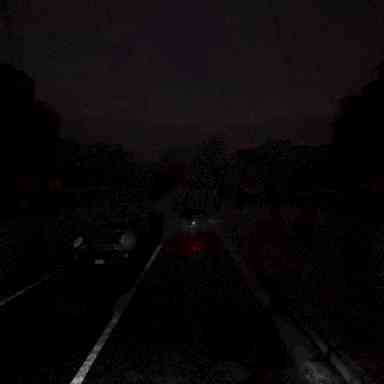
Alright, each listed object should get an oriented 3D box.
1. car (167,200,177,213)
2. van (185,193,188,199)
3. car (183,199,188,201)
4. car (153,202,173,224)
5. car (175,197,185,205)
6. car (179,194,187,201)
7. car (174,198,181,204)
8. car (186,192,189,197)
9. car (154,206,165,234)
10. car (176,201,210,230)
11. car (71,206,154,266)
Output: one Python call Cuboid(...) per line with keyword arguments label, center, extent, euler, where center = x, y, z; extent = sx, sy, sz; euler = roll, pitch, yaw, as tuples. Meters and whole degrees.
Cuboid(label="car", center=(-2.616, 1.656, 27.802), extent=(2.008, 1.369, 4.403), euler=(-2, 0, 0))
Cuboid(label="van", center=(-2.526, 1.791, 87.630), extent=(1.690, 1.788, 3.998), euler=(-1, 0, 0))
Cuboid(label="car", center=(0.167, 1.767, 38.602), extent=(1.895, 1.301, 4.718), euler=(0, 0, 0))
Cuboid(label="car", center=(-2.624, 1.629, 22.353), extent=(2.008, 1.369, 4.403), euler=(-2, 0, 0))
Cuboid(label="car", center=(-2.551, 1.917, 70.840), extent=(1.752, 1.417, 4.829), euler=(-2, 0, 0))
Cuboid(label="car", center=(-2.563, 1.795, 65.473), extent=(1.967, 1.590, 4.097), euler=(-2, 0, 0))
Cuboid(label="car", center=(-2.599, 1.749, 38.696), extent=(1.802, 1.307, 4.206), euler=(-2, 0, 0))
Cuboid(label="car", center=(-2.518, 1.770, 93.173), extent=(2.192, 1.841, 5.009), euler=(-1, 0, 0))
Cuboid(label="car", center=(-2.629, 1.636, 16.901), extent=(1.802, 1.307, 4.206), euler=(-1, 0, 0))
Cuboid(label="car", center=(0.134, 1.583, 21.881), extent=(1.837, 1.490, 4.892), euler=(0, 0, 0))
Cuboid(label="car", center=(-2.644, 1.472, 11.459), extent=(1.967, 1.590, 4.097), euler=(-2, 0, 0))
